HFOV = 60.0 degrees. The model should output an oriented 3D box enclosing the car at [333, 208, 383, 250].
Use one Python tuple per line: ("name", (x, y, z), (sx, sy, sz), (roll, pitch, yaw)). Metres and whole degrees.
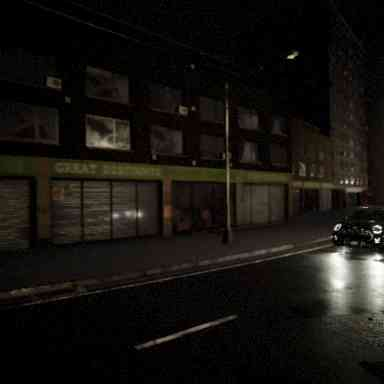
("car", (8.307, 1.557, 15.435), (2.097, 1.767, 4.553), (-2, -2, 45))
